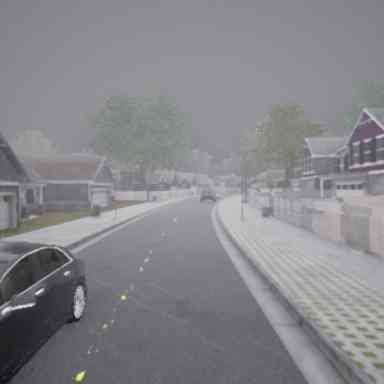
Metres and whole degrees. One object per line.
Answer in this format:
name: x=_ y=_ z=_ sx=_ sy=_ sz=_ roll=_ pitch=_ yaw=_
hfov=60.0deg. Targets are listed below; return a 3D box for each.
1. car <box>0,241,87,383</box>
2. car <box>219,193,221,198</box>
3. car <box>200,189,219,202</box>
car: x=-2.852 y=1.514 z=4.373 sx=1.837 sy=1.490 sz=4.892 roll=0 pitch=0 yaw=0
car: x=4.333 y=0.633 z=62.030 sx=1.895 sy=1.301 sz=4.718 roll=0 pitch=1 yaw=12
car: x=2.566 y=0.499 z=51.414 sx=2.150 sy=2.045 sz=5.566 roll=0 pitch=1 yaw=8
